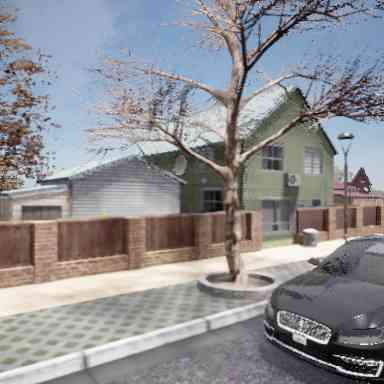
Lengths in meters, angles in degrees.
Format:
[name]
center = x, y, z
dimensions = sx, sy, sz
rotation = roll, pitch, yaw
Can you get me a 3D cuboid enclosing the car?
[car]
center = 3.265, 1.513, 5.397
dimensions = 4.892, 1.490, 1.837
rotation = 0, 0, -35
